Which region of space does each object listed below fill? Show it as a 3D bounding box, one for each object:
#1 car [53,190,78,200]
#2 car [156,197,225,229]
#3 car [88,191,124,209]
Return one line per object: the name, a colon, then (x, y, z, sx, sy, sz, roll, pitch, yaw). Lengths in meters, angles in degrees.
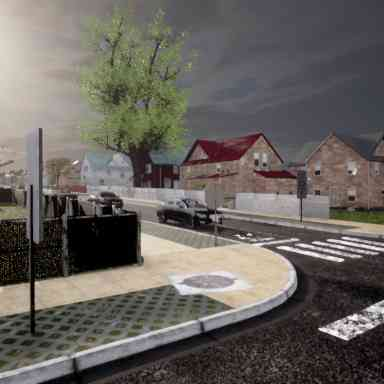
car: (-15.059, 0.397, 39.602, 1.895, 1.301, 4.718, 0, 2, -35)
car: (-0.212, 1.071, 18.303, 2.128, 1.511, 4.902, 0, 2, -35)
car: (-7.517, 0.699, 28.760, 1.837, 1.490, 4.892, 0, 1, -35)
